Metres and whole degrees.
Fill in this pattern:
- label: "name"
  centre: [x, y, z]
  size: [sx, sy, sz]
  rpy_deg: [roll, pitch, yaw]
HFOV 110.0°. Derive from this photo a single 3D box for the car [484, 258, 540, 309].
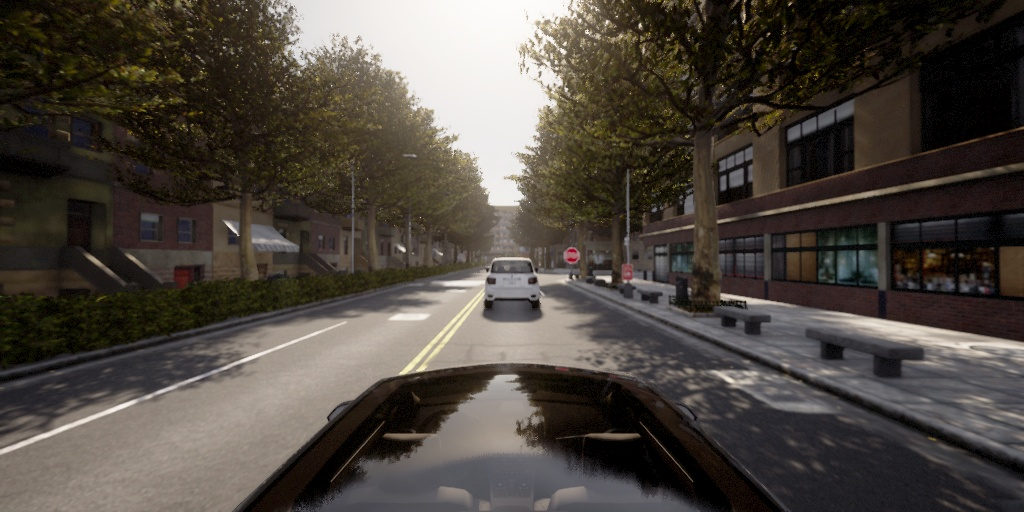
- label: "car"
  centre: [0.000, 1.103, 15.853]
  size: [2.150, 2.045, 5.566]
  rpy_deg: [0, 0, 0]
